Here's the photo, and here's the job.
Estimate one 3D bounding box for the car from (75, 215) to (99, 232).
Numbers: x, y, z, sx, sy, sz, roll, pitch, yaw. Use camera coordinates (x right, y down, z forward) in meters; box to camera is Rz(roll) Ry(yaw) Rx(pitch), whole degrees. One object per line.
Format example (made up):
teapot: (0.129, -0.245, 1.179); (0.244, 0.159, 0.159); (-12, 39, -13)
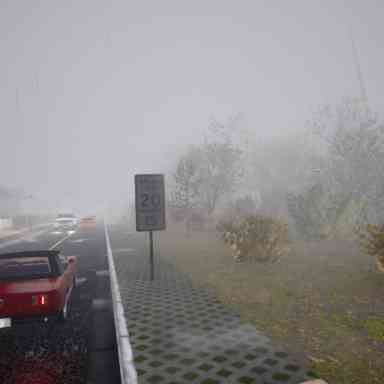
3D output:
car: (-11.580, 3.511, 37.126); (1.882, 1.535, 5.008); (-1, -3, -15)

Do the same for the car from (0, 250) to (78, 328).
car: (-3.718, 1.989, 7.618); (1.895, 1.301, 4.718); (-1, -3, -15)

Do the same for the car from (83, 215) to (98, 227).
car: (-14.316, 4.095, 47.171); (1.837, 1.490, 4.892); (-1, -3, -15)

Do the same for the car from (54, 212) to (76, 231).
car: (-15.474, 3.555, 40.817); (2.150, 2.045, 5.566); (-1, -3, -15)
